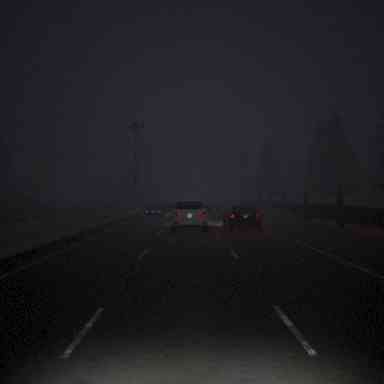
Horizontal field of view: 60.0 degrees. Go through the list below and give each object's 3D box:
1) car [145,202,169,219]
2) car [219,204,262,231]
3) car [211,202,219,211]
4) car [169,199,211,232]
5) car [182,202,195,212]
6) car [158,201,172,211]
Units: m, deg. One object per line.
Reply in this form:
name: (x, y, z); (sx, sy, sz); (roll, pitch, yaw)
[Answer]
car: (-3.799, 1.974, 34.771); (2.033, 1.411, 5.357); (0, -1, 0)
car: (3.334, 1.595, 22.935); (2.097, 1.767, 4.553); (0, -1, -1)
car: (3.010, 2.133, 47.826); (1.895, 1.301, 4.718); (0, -1, -1)
car: (-0.159, 1.480, 22.205); (2.150, 2.045, 5.566); (0, -1, -1)
car: (-0.523, 2.178, 49.714); (1.895, 1.301, 4.718); (0, -1, -2)
car: (-4.106, 2.176, 50.793); (1.994, 1.385, 4.181); (0, -1, -2)
